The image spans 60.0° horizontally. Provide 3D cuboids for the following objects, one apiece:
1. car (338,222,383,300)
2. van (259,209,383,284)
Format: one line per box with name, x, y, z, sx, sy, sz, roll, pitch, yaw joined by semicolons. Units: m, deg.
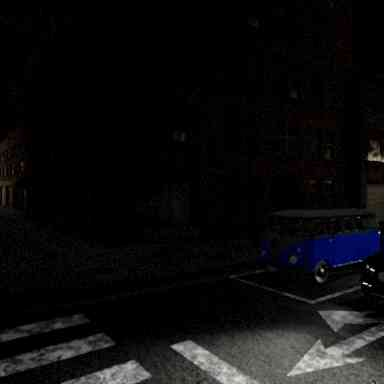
car;5.691;1.533;7.428;4.902;1.511;2.128;0;0;-35
van;3.673;1.381;9.389;3.998;1.788;1.690;0;0;-36
